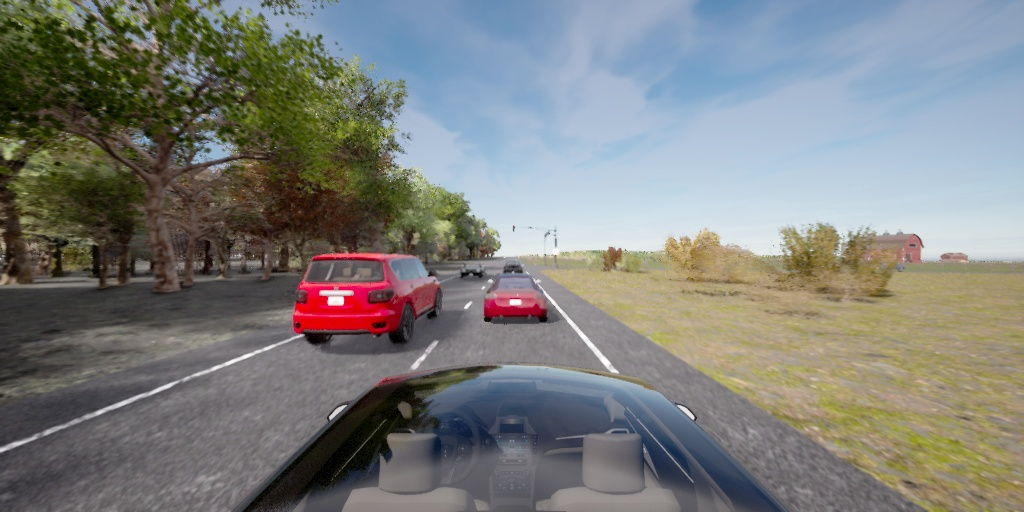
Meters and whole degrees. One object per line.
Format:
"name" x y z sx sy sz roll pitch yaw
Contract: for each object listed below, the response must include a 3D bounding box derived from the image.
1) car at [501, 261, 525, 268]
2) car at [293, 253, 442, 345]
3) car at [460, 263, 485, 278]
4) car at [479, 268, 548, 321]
"car" 0.105 1.169 33.150 1.837 1.490 4.892 0 0 0
"car" -3.399 0.952 9.607 2.150 2.045 5.566 0 0 0
"car" -3.401 1.268 31.986 1.895 1.301 4.718 0 0 0
"car" 0.103 1.287 12.301 1.994 1.385 4.181 0 0 0
